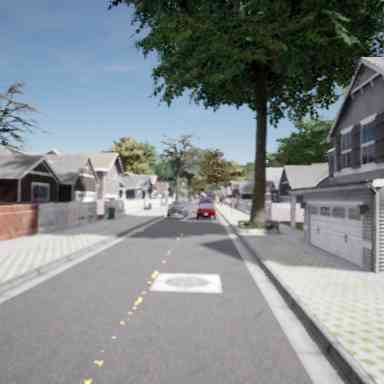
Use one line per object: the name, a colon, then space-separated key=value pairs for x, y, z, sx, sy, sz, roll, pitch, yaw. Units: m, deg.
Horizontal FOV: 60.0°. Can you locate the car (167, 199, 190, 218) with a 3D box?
car: x=-1.340 y=1.549 z=33.891 sx=2.097 sy=1.767 sz=4.553 roll=1 pitch=-1 yaw=3

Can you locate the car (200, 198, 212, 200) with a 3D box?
car: x=2.003 y=1.817 z=46.658 sx=2.150 sy=2.045 sz=5.566 roll=1 pitch=-1 yaw=3

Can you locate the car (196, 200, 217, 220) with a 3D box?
car: x=1.431 y=1.896 z=33.277 sx=1.882 sy=1.535 sz=5.008 roll=1 pitch=-1 yaw=3
